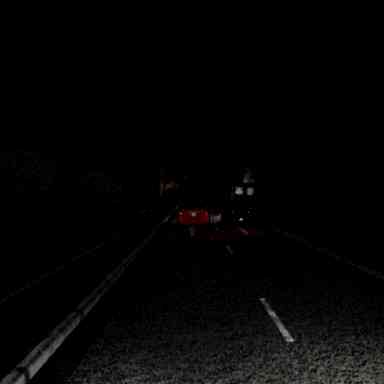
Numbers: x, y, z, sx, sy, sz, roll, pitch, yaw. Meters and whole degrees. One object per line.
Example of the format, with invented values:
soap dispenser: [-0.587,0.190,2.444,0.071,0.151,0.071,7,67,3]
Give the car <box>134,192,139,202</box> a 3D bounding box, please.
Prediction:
car: [-13.662,1.418,65.070,5.366,1.575,1.946,-1,0,-20]

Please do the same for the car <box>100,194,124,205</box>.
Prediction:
car: [-14.012,1.487,52.924,5.366,1.575,1.946,-1,0,-20]

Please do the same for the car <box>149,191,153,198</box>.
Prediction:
car: [-13.793,1.112,89.037,4.792,1.488,2.163,-1,1,-20]

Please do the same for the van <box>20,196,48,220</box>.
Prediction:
van: [-13.968,1.299,25.968,4.442,1.987,1.878,-1,0,-20]

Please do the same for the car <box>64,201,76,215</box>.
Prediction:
car: [-13.848,1.556,31.976,4.674,1.452,2.002,-1,0,-20]

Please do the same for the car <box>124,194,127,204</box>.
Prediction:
car: [-13.843,1.518,55.997,4.674,1.452,2.002,-1,0,-20]

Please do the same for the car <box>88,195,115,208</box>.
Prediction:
car: [-13.818,1.527,47.000,4.792,1.488,2.163,-1,0,-20]

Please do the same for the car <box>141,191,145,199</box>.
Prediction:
car: [-13.859,1.157,77.008,4.553,1.767,2.185,-1,1,-20]

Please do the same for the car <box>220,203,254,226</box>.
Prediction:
car: [3.100,1.524,23.420,2.128,1.511,4.902,0,0,0]

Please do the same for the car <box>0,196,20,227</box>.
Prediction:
car: [-13.838,1.279,20.060,5.566,2.045,2.435,-1,0,-20]

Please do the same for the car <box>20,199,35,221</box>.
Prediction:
car: [-13.852,1.528,23.029,4.892,1.521,2.231,-1,0,-20]

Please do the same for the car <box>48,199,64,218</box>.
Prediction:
car: [-13.827,1.393,29.003,4.553,1.767,2.185,-1,0,-20]

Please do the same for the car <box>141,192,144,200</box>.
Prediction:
car: [-13.831,1.368,74.022,4.674,1.452,2.002,-1,0,-20]

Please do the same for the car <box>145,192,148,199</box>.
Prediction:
car: [-13.827,1.276,80.021,4.674,1.452,2.002,-1,1,-20]

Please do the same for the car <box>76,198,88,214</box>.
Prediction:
car: [-13.825,1.541,34.994,4.792,1.488,2.163,-1,0,-20]

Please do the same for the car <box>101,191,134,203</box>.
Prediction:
car: [-13.815,1.216,59.015,5.566,2.045,2.435,-1,0,-20]

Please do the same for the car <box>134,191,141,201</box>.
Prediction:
car: [-13.860,1.145,67.995,5.566,2.045,2.435,-1,1,-20]

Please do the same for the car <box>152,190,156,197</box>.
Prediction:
car: [-13.797,0.782,92.035,5.566,2.045,2.435,-1,1,-20]

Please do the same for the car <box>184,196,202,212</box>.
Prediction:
car: [0.099,1.367,39.910,2.097,1.767,4.553,0,0,0]

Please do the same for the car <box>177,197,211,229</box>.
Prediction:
car: [0.099,1.385,22.308,2.097,1.767,4.553,0,0,0]

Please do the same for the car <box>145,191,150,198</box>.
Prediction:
car: [-13.816,1.187,83.021,5.008,1.535,2.097,-1,1,-20]
